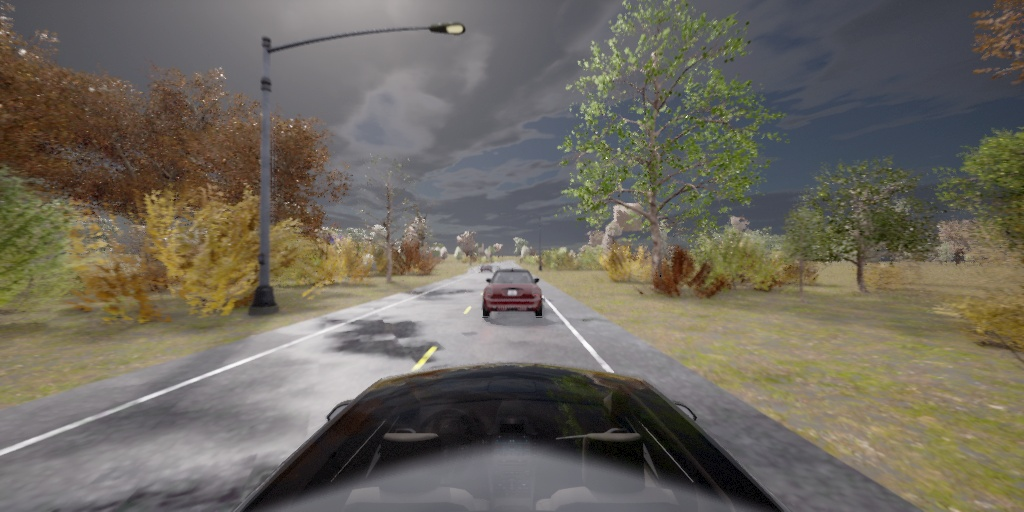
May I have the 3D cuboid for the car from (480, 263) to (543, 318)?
[{"bbox_3d":[0.025,1.262,14.010,2.097,1.767,4.553,0,-1,0],"label":"car"}]
